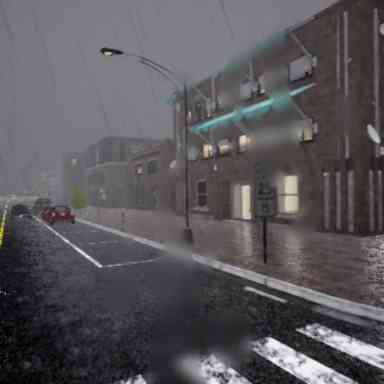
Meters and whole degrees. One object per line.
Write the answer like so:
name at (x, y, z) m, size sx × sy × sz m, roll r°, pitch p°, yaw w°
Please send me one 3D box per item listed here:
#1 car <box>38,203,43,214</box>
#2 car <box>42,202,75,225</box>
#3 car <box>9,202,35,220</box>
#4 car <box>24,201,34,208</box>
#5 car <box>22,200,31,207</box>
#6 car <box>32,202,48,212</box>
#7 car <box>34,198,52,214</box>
car at (-13.989, 2.079, 33.267) m, size 1.802 × 1.307 × 4.206 m, roll -2°, pitch 0°, yaw -29°
car at (-11.239, 1.856, 28.305) m, size 1.967 × 1.590 × 4.097 m, roll -2°, pitch 0°, yaw -29°
car at (-18.086, 2.095, 35.243) m, size 1.837 × 1.490 × 4.892 m, roll -1°, pitch 0°, yaw -28°
car at (-35.964, 2.677, 73.205) m, size 1.752 × 1.417 × 4.829 m, roll -2°, pitch 0°, yaw -29°
car at (-41.355, 2.859, 83.004) m, size 1.887 × 1.381 × 4.507 m, roll -2°, pitch 0°, yaw -29°
car at (-23.971, 2.323, 52.377) m, size 1.812 × 1.442 × 4.674 m, roll -1°, pitch 0°, yaw -29°
car at (-20.654, 1.927, 46.252) m, size 2.150 × 2.045 × 5.566 m, roll -1°, pitch 0°, yaw -29°
